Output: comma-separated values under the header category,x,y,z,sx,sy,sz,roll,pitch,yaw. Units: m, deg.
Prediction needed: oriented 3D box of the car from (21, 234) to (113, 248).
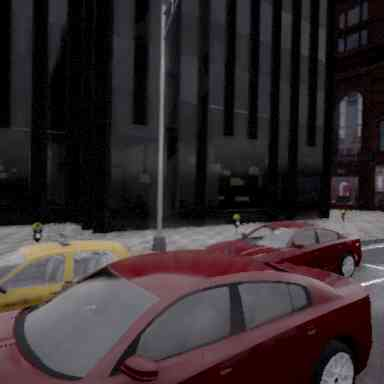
category,x,y,z,sx,sy,sz,roll,pitch,yaw
car,-2.258,1.371,5.106,4.829,1.417,1.752,0,2,-33

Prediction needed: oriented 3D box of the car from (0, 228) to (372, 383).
category,x,y,z,sx,sy,sz,roll,pitch,yaw
car,-0.281,1.397,3.222,5.008,1.535,1.882,0,1,-34

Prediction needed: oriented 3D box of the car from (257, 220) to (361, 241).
category,x,y,z,sx,sy,sz,roll,pitch,yaw
car,2.305,1.414,8.123,4.507,1.381,1.887,0,1,-33
